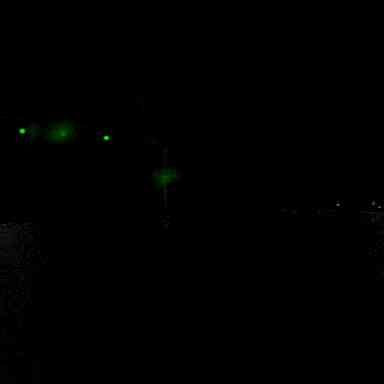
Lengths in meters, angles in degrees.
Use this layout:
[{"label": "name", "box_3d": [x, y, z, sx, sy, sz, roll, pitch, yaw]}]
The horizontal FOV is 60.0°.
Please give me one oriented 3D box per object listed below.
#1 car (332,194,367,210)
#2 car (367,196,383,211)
[{"label": "car", "box_3d": [16.030, 0.948, 33.066, 4.902, 1.511, 2.128, -1, 1, -32]}, {"label": "car", "box_3d": [18.455, 1.051, 30.452, 4.674, 1.442, 1.812, 0, 1, -32]}]
